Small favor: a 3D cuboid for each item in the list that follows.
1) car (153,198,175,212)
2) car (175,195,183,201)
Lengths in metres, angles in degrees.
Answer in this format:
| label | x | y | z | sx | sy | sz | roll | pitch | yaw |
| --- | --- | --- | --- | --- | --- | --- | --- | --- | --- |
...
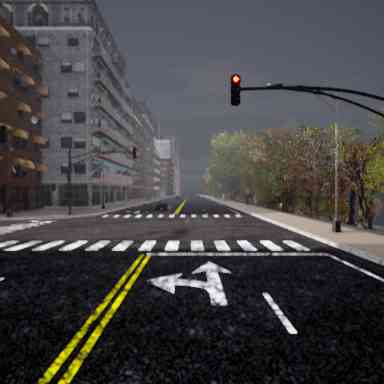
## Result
| label | x | y | z | sx | sy | sz | roll | pitch | yaw |
| --- | --- | --- | --- | --- | --- | --- | --- | --- | --- |
| car | -3.305 | 1.596 | 38.134 | 1.994 | 1.385 | 4.181 | 0 | 1 | 0 |
| car | -3.372 | 1.540 | 84.186 | 1.994 | 1.385 | 4.181 | 0 | 0 | 0 |
